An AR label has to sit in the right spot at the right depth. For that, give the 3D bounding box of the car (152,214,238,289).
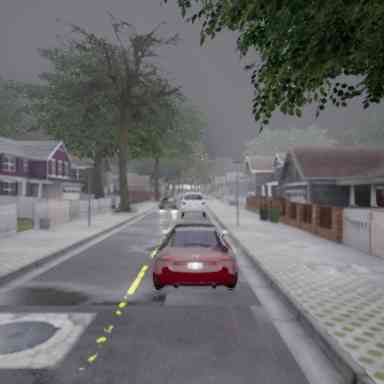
[{"bbox_3d":[0.081,1.539,9.134,1.994,1.385,4.181,0,0,0],"label":"car"}]

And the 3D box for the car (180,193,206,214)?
[{"bbox_3d":[0.130,1.090,30.167,2.150,2.045,5.566,0,0,0],"label":"car"}]

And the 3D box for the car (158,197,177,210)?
[{"bbox_3d":[-2.802,1.332,39.533,1.812,1.442,4.674,0,0,0],"label":"car"}]
